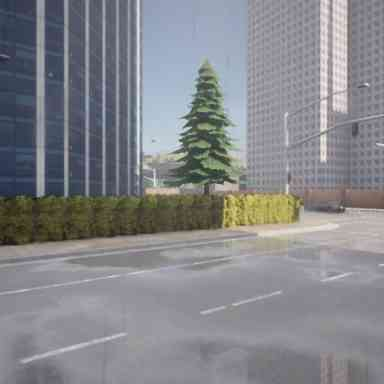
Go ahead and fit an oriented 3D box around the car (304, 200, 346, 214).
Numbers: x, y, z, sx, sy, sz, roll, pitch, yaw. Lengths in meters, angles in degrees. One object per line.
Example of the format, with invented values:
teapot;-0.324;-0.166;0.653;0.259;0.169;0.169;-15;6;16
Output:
car;14.241;1.561;35.806;1.994;1.385;4.181;0;0;-34

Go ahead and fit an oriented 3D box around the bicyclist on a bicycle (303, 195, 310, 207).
bicyclist on a bicycle;16.302;1.297;47.409;1.656;1.620;0.582;0;0;-35
